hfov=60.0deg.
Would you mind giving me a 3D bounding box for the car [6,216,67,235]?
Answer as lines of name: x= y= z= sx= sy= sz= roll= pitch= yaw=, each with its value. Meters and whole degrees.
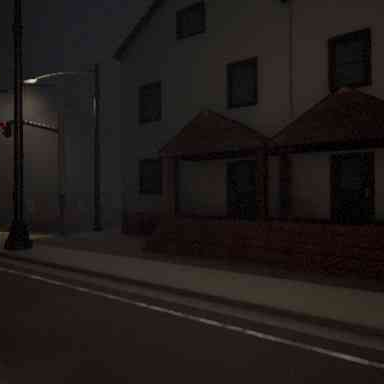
car: x=-13.081 y=2.810 z=28.330 sx=1.837 sy=1.490 sz=4.892 roll=-1 pitch=-9 yaw=36
